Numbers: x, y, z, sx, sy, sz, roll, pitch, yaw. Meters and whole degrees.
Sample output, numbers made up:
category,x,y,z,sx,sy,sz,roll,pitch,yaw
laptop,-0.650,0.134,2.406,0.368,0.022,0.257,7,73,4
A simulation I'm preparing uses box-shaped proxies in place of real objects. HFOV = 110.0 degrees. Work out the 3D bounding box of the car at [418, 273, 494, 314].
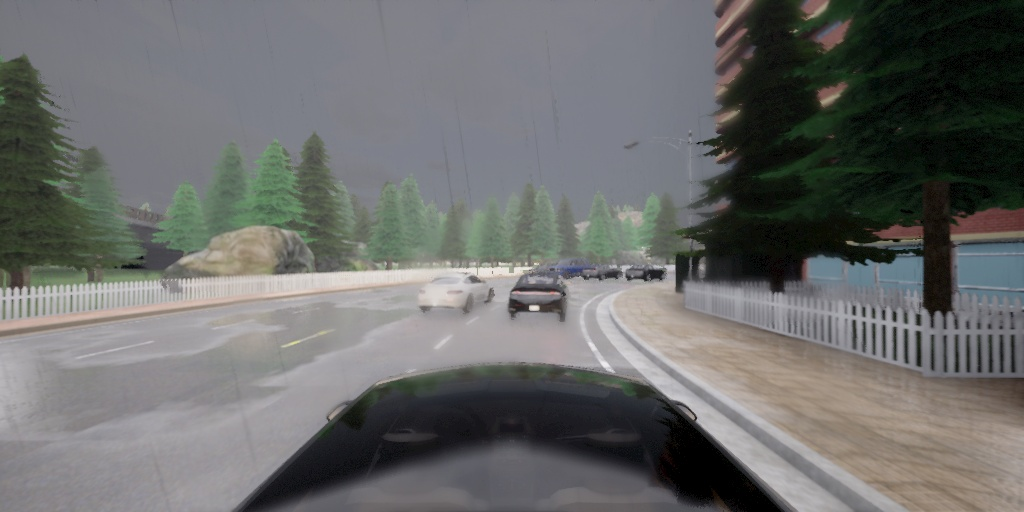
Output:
category,x,y,z,sx,sy,sz,roll,pitch,yaw
car,-2.135,1.397,14.457,1.812,1.442,4.674,0,0,12

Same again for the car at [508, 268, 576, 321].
category,x,y,z,sx,sy,sz,roll,pitch,yaw
car,1.112,1.350,13.042,2.128,1.511,4.902,0,-1,11

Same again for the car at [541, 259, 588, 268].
category,x,y,z,sx,sy,sz,roll,pitch,yaw
car,5.707,1.295,35.841,5.566,2.045,2.150,0,-1,-44

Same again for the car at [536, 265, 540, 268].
category,x,y,z,sx,sy,sz,roll,pitch,yaw
car,3.685,1.605,38.564,4.892,1.490,1.837,0,-1,-43

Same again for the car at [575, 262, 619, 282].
category,x,y,z,sx,sy,sz,roll,pitch,yaw
car,8.405,1.540,33.218,2.128,1.511,4.902,-1,-1,45

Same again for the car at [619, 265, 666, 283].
category,x,y,z,sx,sy,sz,roll,pitch,yaw
car,11.907,1.525,31.767,4.902,1.511,2.128,1,-1,-43
